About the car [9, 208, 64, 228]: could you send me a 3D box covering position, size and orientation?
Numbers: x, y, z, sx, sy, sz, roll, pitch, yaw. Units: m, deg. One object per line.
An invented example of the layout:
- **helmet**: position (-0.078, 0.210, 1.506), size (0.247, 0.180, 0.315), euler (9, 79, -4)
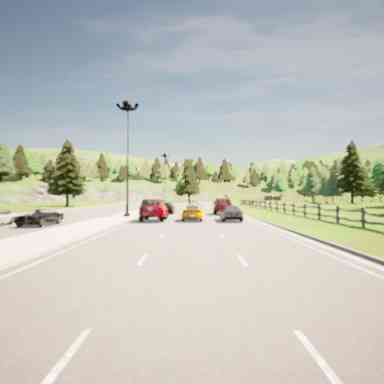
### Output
- **car**: position (-11.508, 1.922, 25.311), size (1.895, 1.301, 4.718), euler (0, -1, 0)

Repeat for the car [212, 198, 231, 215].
- **car**: position (3.764, 1.746, 41.186), size (2.150, 2.045, 5.566), euler (0, -1, 2)

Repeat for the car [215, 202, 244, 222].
- **car**: position (3.536, 1.933, 30.353), size (2.033, 1.411, 5.357), euler (0, -1, 1)

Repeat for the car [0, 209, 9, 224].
- **car**: position (-15.001, 1.917, 24.910), size (1.895, 1.301, 4.718), euler (0, -1, 0)

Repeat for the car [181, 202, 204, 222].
- **car**: position (0.039, 1.868, 30.770), size (1.882, 1.535, 5.008), euler (0, -1, 1)

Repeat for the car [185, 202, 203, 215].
- **car**: position (0.284, 2.022, 41.721), size (2.128, 1.511, 4.902), euler (0, -1, 2)

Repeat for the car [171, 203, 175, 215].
- **car**: position (-3.207, 2.011, 42.056), size (1.882, 1.535, 5.008), euler (0, 0, 2)

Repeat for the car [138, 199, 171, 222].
- **car**: position (-3.464, 1.607, 30.390), size (2.150, 2.045, 5.566), euler (0, -1, 1)
